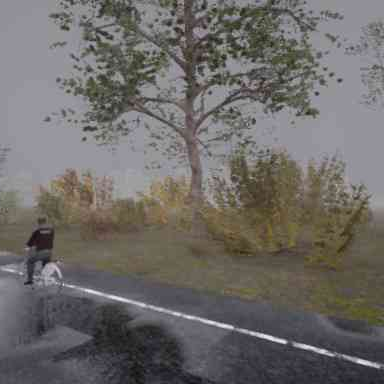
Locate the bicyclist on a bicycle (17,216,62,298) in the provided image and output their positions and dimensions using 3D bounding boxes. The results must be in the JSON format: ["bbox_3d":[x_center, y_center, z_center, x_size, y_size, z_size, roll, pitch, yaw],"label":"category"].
[{"bbox_3d":[-3.532,1.431,7.579,1.843,1.776,0.659,0,0,36],"label":"bicyclist on a bicycle"}]
